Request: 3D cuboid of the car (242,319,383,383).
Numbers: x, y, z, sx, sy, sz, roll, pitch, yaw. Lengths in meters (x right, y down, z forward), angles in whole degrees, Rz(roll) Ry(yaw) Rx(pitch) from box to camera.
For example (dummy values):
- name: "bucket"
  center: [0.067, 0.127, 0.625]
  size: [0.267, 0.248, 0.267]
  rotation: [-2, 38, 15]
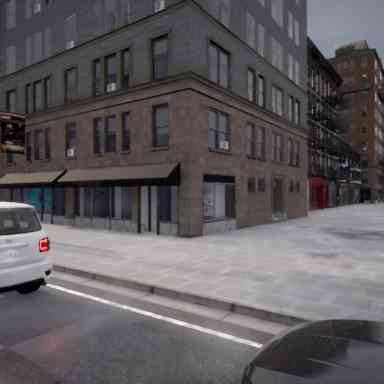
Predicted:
- name: "car"
  center: [2.605, 1.505, 1.829]
  size: [4.892, 1.490, 1.837]
  rotation: [0, 0, 36]

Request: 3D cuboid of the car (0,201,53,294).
- name: "car"
  center: [-5.465, 1.222, 7.574]
  size: [5.566, 2.045, 2.150]
  rotation: [0, 0, 36]
